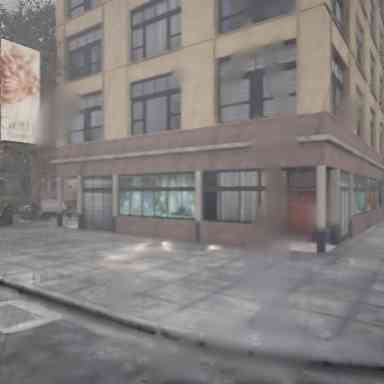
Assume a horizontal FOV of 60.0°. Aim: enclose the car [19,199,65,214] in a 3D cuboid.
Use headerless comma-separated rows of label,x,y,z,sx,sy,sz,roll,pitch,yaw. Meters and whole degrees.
car,-15.528,1.515,34.688,1.812,1.442,4.674,0,0,35
